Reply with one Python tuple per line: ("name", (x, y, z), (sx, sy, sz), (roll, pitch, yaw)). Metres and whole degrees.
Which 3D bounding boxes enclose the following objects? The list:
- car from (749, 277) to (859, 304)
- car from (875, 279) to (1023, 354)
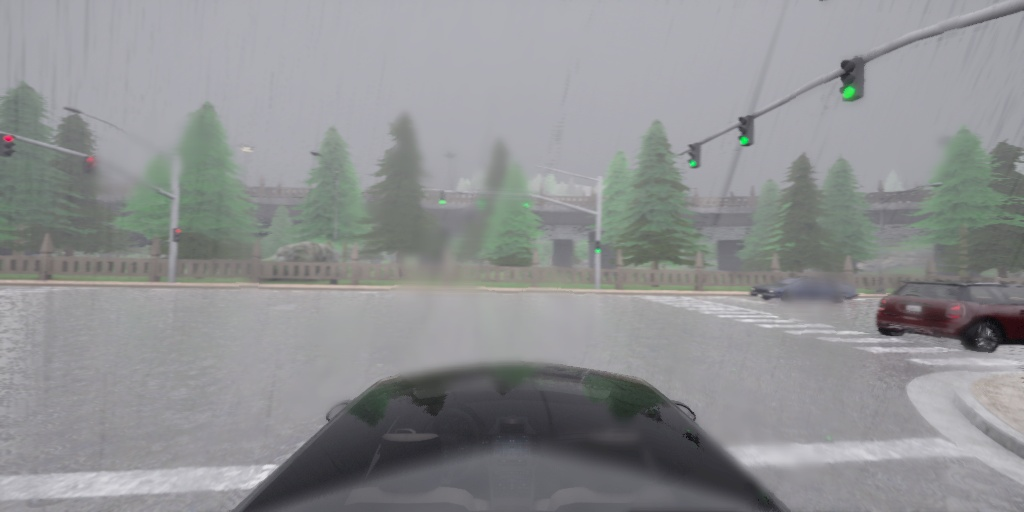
("car", (16.729, 1.912, 20.588), (5.357, 1.411, 2.033), (1, -1, -5))
("car", (12.582, 1.457, 9.547), (4.553, 1.767, 2.097), (1, -1, -6))
